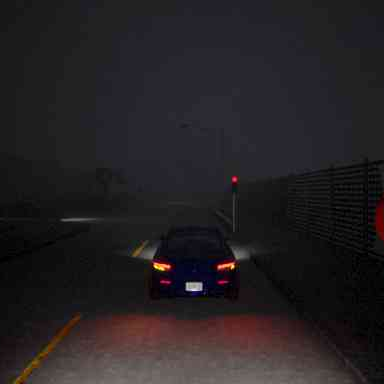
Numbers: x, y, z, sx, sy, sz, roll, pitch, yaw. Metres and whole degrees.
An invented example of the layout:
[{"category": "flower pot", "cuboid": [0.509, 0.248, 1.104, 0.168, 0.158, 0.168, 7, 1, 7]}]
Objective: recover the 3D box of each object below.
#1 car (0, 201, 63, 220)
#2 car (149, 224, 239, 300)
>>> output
[{"category": "car", "cuboid": [-13.075, 1.505, 27.046, 4.892, 1.490, 1.837, 0, 0, 0]}, {"category": "car", "cuboid": [0.058, 1.526, 8.244, 1.812, 1.442, 4.674, 0, 0, 1]}]
